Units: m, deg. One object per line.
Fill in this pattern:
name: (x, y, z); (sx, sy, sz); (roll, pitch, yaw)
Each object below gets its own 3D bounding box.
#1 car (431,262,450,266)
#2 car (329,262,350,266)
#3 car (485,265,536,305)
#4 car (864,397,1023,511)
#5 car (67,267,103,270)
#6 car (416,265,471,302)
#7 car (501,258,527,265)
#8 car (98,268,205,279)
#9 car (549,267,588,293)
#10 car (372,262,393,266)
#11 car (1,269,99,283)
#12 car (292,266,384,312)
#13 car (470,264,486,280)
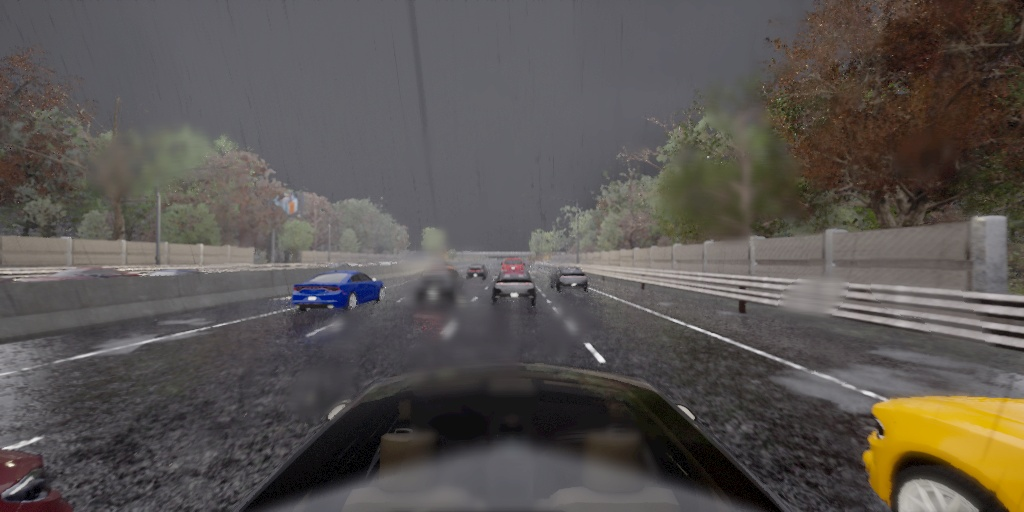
car: (-6.905, 1.394, 35.441); (2.097, 1.767, 4.553); (0, -1, 0)
car: (-28.051, 1.736, 57.982); (2.128, 1.511, 4.902); (0, 0, 1)
car: (0.098, 1.371, 16.860); (2.128, 1.511, 4.902); (0, 0, 0)
car: (3.517, 1.206, 0.519); (1.882, 1.535, 5.008); (0, 0, 0)
car: (-24.601, 1.389, 20.602); (1.882, 1.535, 5.008); (0, 0, 0)
car: (-3.403, 1.393, 17.864); (1.837, 1.490, 4.892); (0, 0, 0)
car: (0.095, 1.260, 35.058); (2.150, 2.045, 5.566); (0, -1, 0)
car: (-17.602, 1.419, 18.475); (1.812, 1.442, 4.674); (0, 0, 0)
car: (3.498, 1.421, 22.602); (2.128, 1.511, 4.902); (0, -1, 0)
car: (-21.052, 1.787, 59.731); (1.812, 1.442, 4.674); (0, 0, 1)
car: (-21.102, 1.489, 17.904); (1.895, 1.301, 4.718); (0, 0, 0)
car: (-6.899, 1.340, 14.851); (1.882, 1.535, 5.008); (0, 0, 0)
car: (-3.403, 1.550, 35.728); (1.837, 1.490, 4.892); (0, -1, 0)
